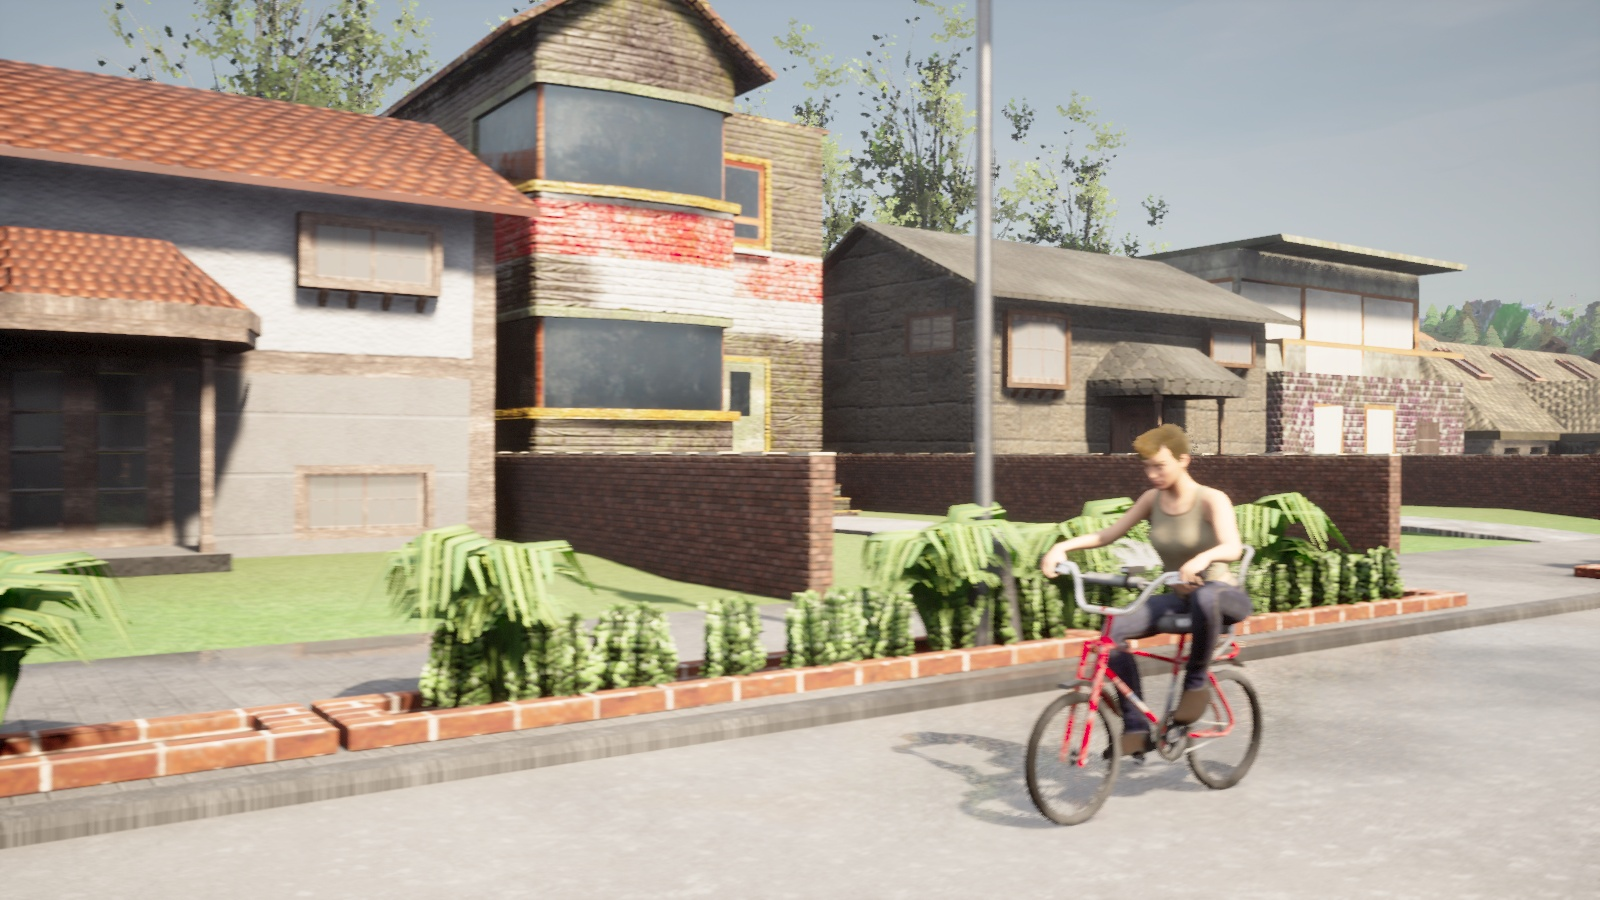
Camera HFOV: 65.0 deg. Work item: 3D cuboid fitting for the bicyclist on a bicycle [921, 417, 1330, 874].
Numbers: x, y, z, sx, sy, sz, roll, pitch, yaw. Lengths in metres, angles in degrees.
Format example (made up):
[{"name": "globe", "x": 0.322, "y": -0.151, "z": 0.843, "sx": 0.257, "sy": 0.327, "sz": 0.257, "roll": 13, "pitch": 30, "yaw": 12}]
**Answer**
[{"name": "bicyclist on a bicycle", "x": 1.366, "y": 0.692, "z": 5.219, "sx": 1.509, "sy": 1.612, "sz": 0.866, "roll": 0, "pitch": 0, "yaw": -35}]
